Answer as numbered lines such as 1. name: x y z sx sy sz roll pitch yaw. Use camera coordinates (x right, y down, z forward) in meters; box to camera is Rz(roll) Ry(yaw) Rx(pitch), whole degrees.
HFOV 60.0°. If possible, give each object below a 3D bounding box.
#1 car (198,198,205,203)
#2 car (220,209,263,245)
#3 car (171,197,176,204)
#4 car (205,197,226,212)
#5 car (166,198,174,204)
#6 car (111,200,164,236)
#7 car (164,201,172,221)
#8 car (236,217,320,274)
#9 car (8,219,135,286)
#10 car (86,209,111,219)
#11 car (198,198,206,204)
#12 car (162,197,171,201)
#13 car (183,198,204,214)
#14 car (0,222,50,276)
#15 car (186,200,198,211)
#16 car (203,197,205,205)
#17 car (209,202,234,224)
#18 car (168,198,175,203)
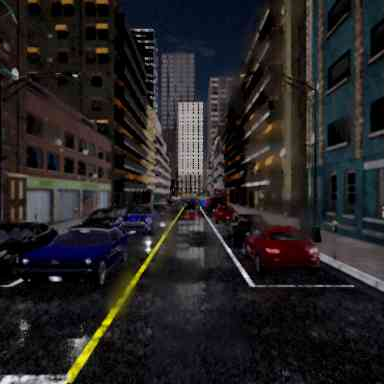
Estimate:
1. car: 2.659 2.444 93.467 2.008 1.369 4.403 -1 -1 0
2. car: 2.679 1.714 16.144 1.947 1.339 4.313 0 -1 0
3. car: -5.719 2.349 82.432 1.947 1.339 4.313 0 -1 0
4. car: 3.096 1.612 41.220 2.150 2.045 5.566 0 -1 0
5. car: -5.720 2.382 87.956 1.887 1.381 4.507 0 -1 0
6. car: -3.102 1.534 19.770 2.097 1.767 4.553 0 -1 0
7. car: -3.097 1.803 29.979 1.812 1.442 4.674 0 -1 0
8. car: 2.681 1.680 10.620 1.802 1.307 4.206 0 -1 0
9. car: -3.102 1.691 9.772 1.895 1.301 4.718 0 -1 0
10. car: -5.703 1.765 21.677 1.947 1.339 4.313 0 -1 0
11. car: 2.660 2.389 87.944 2.008 1.369 4.403 -1 -1 0
12. car: -5.715 2.144 65.693 1.752 1.417 4.829 0 -1 0
13. car: -0.012 1.872 40.907 2.128 1.511 4.902 0 -1 0
14. car: -5.700 1.663 10.630 1.947 1.339 4.313 0 -1 0
15. car: -0.012 1.995 50.234 1.812 1.442 4.674 0 0 0
16. car: 3.094 1.671 48.220 2.150 2.045 5.566 0 -1 0
17. car: 2.676 1.796 27.190 1.887 1.381 4.507 0 -1 0
18. car: -5.722 2.437 93.479 1.887 1.381 4.507 0 -1 0
